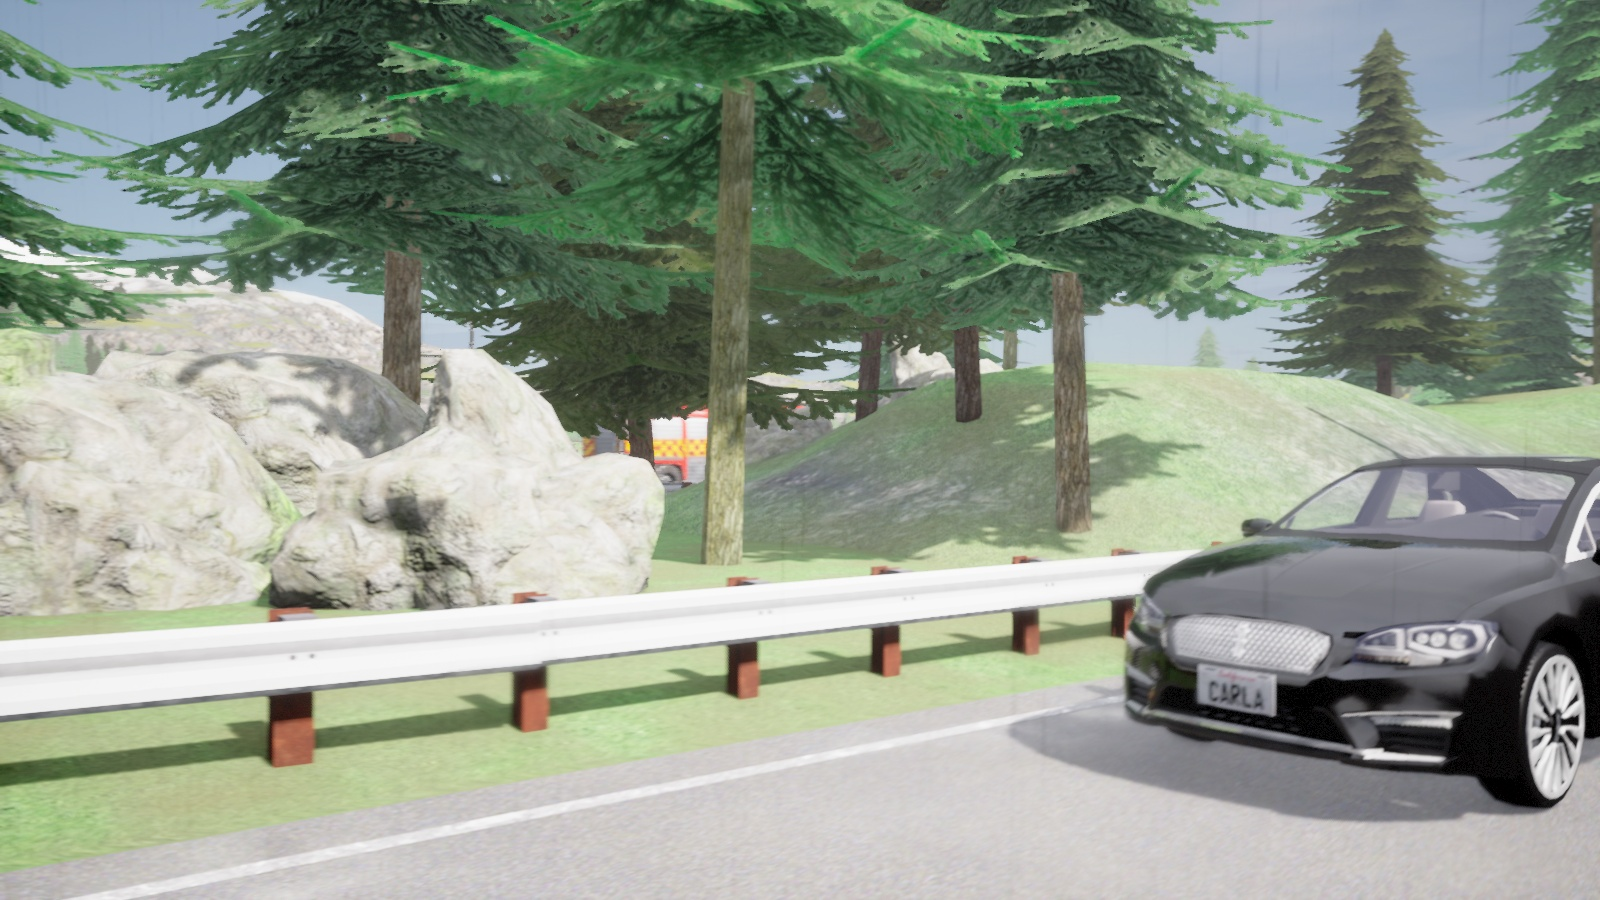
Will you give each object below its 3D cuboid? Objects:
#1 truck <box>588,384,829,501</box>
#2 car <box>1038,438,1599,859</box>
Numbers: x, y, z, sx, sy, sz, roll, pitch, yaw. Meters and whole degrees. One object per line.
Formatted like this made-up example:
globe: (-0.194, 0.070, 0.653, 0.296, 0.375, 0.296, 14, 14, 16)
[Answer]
truck: (-3.120, -0.235, 44.804, 8.468, 3.827, 2.891, 0, 0, -39)
car: (3.743, 0.722, 6.882, 4.902, 1.511, 2.128, 0, 0, -39)
